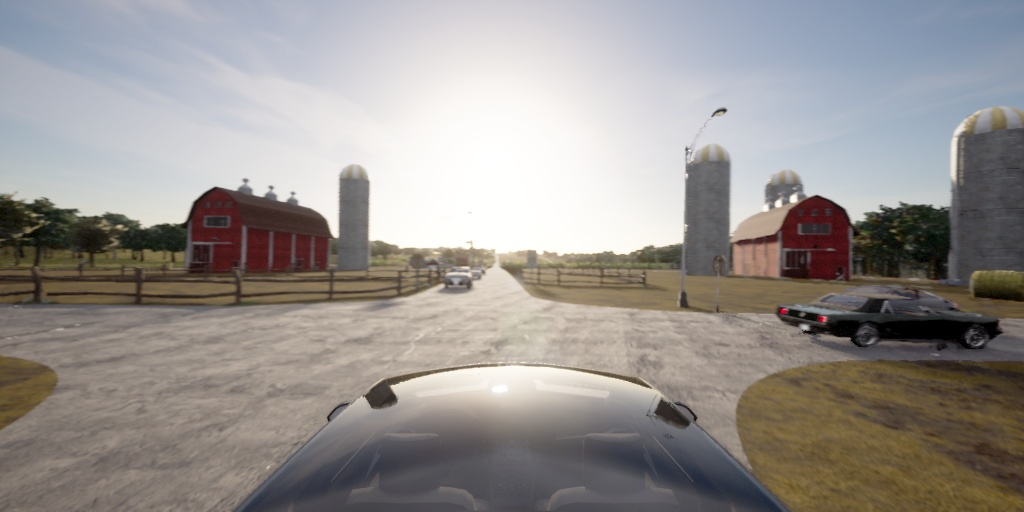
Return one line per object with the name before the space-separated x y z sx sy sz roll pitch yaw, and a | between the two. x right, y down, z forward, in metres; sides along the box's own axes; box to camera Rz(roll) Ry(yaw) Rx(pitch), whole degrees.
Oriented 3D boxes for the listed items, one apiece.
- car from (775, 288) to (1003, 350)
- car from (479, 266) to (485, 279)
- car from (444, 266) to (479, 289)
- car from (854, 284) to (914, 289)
car | 10.259 1.714 9.937 4.718 1.301 1.895 1 0 -2
car | -4.445 1.900 40.767 1.895 1.301 4.718 1 -1 -2
car | -3.887 1.565 26.810 2.128 1.511 4.902 1 -1 -2
car | 13.242 1.738 12.899 4.181 1.385 1.994 1 0 -2
